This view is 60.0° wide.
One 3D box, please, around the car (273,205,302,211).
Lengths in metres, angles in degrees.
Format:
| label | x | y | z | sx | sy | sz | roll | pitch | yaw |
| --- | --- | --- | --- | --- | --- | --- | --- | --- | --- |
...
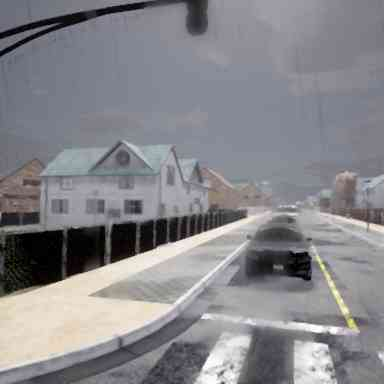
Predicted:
| label | x | y | z | sx | sy | sz | roll | pitch | yaw |
| --- | --- | --- | --- | --- | --- | --- | --- | --- | --- |
| car | 8.883 | 2.292 | 31.209 | 2.150 | 2.045 | 5.566 | 0 | -2 | 17 |

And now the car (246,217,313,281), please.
| label | x | y | z | sx | sy | sz | roll | pitch | yaw |
| --- | --- | --- | --- | --- | --- | --- | --- | --- | --- |
| car | 2.984 | 1.842 | 11.386 | 1.882 | 1.535 | 5.008 | 0 | -2 | 15 |

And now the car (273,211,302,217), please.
| label | x | y | z | sx | sy | sz | roll | pitch | yaw |
| --- | --- | --- | --- | --- | --- | --- | --- | --- | --- |
| car | 5.876 | 2.184 | 21.127 | 1.882 | 1.535 | 5.008 | 0 | -2 | 17 |
